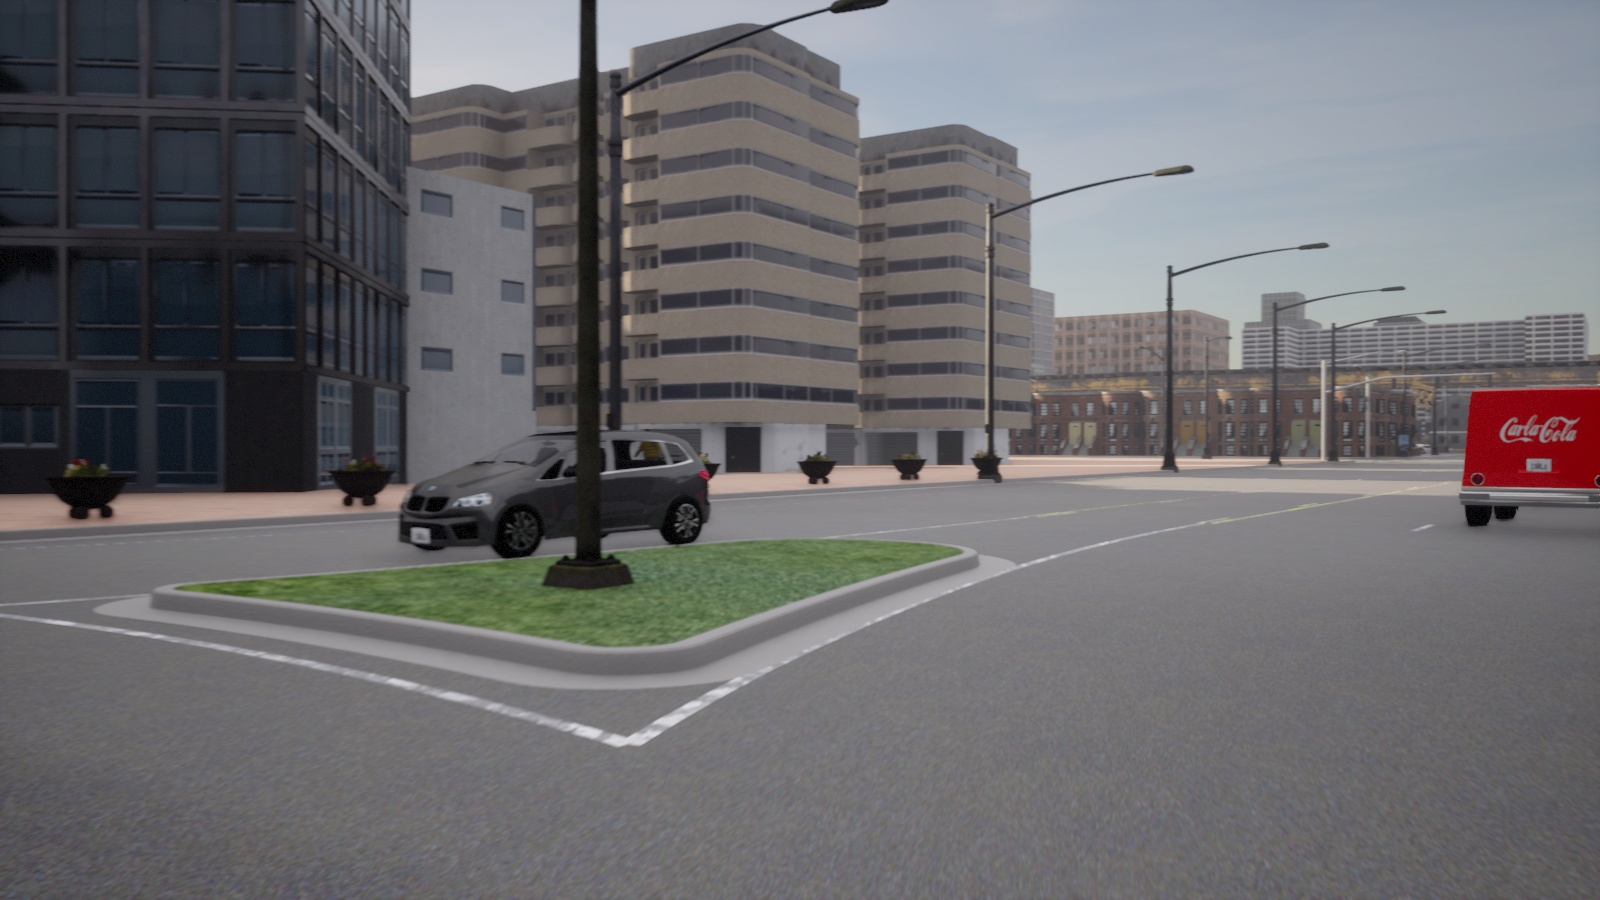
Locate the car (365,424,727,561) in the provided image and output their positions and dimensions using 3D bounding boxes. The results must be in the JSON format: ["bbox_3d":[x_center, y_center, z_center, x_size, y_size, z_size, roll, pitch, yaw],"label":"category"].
[{"bbox_3d":[-3.447,0.477,17.793,2.242,1.667,4.611,0,1,40],"label":"car"}]

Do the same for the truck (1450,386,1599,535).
[{"bbox_3d":[13.932,0.160,23.321,2.627,2.467,5.204,0,0,35],"label":"truck"}]
